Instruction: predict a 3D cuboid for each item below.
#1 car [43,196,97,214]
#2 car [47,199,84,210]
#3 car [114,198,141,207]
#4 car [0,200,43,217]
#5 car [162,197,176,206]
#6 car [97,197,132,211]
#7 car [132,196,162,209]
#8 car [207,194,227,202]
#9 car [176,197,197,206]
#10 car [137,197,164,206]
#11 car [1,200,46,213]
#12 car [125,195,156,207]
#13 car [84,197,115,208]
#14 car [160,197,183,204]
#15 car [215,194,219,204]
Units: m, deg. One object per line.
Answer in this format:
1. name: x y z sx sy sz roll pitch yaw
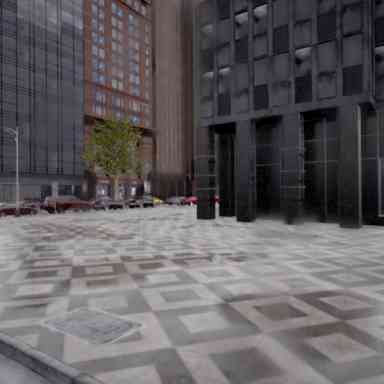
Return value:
1. car: -12.857 1.290 34.515 2.192 1.841 5.009 -1 0 35
2. car: -16.656 1.642 44.004 1.802 1.307 4.206 -1 0 35
3. car: -10.239 1.613 53.280 1.802 1.307 4.206 -1 0 35
4. car: -16.062 1.576 29.876 1.802 1.307 4.206 -1 0 35
5. car: -2.032 1.496 54.758 2.033 1.411 5.357 -1 0 35
6. car: -9.647 1.525 39.152 1.947 1.339 4.313 -1 0 35
7. car: -6.440 1.509 43.788 1.947 1.339 4.313 -1 0 35
8. car: 5.800 1.296 76.472 2.192 1.841 5.009 -1 0 35
9. car: -0.025 1.462 53.064 1.887 1.381 4.507 -1 0 35
10. car: -7.128 1.545 57.778 1.752 1.417 4.829 -1 0 35
11. car: -19.864 1.642 39.366 1.947 1.339 4.313 -1 0 35
12. car: -7.967 1.350 51.682 2.097 1.767 4.553 -1 0 35
13. car: -13.449 1.484 48.642 1.967 1.590 4.097 -1 0 35
14. car: -3.823 1.574 62.557 1.947 1.339 4.313 -1 0 35
15. car: 3.182 1.222 57.702 2.192 1.841 5.009 -1 0 35
